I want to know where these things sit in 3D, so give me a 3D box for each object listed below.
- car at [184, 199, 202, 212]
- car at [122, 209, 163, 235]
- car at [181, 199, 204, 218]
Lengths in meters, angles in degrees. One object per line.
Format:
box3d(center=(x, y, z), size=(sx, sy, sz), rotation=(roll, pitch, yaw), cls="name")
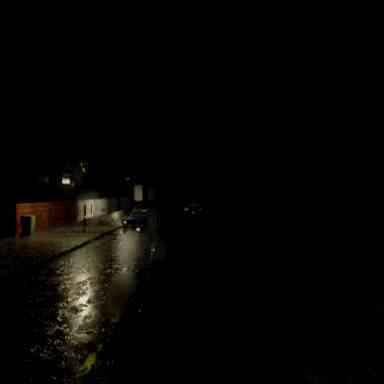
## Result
box3d(center=(0.120, 1.685, 42.294), size=(2.128, 1.511, 4.902), rotation=(0, 0, 0), cls="car")
box3d(center=(-2.837, 1.691, 19.790), size=(1.895, 1.301, 4.718), rotation=(0, 0, 0), cls="car")
box3d(center=(0.099, 1.672, 31.986), size=(1.812, 1.442, 4.674), rotation=(0, 0, 0), cls="car")
